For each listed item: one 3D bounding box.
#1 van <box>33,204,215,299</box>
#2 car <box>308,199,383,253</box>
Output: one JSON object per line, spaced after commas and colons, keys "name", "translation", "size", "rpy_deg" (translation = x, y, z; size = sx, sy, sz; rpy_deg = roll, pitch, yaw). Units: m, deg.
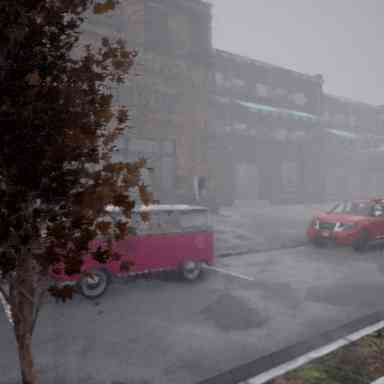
{"name": "van", "translation": [-1.601, 1.290, 8.358], "size": [4.442, 1.987, 1.878], "rpy_deg": [1, 0, -35]}
{"name": "car", "translation": [7.545, 1.354, 14.790], "size": [5.566, 2.045, 2.435], "rpy_deg": [1, 0, -35]}
